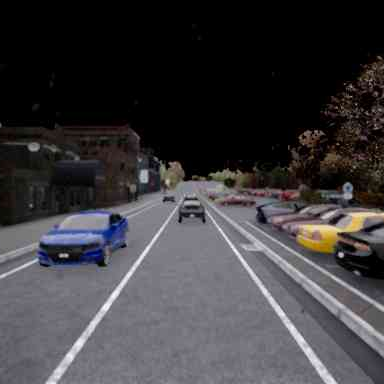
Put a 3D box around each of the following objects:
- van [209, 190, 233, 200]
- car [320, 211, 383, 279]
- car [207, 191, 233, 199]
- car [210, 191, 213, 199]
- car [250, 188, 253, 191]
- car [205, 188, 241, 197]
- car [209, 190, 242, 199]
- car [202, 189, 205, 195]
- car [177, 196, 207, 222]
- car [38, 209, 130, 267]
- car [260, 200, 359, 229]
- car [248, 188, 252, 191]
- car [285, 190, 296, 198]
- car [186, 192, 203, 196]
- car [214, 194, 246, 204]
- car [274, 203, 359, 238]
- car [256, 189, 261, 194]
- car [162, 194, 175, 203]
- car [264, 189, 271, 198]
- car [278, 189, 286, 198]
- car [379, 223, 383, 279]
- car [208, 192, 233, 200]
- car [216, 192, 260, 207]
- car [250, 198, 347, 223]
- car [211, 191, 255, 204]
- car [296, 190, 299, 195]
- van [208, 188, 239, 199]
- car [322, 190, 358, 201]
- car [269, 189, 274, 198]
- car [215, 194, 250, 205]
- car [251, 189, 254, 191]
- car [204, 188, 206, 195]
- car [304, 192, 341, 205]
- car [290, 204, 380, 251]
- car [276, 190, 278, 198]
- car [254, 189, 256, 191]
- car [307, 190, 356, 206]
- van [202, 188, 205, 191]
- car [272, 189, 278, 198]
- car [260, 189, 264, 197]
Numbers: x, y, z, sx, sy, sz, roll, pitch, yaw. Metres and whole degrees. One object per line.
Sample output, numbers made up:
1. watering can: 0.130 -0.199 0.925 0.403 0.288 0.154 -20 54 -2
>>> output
1. van: 5.642 0.541 64.808 4.442 1.987 1.878 0 1 0
2. car: 6.070 1.371 8.052 5.008 1.535 2.097 0 1 0
3. car: 5.928 0.682 70.378 5.366 1.575 1.946 0 1 0
4. car: 5.760 0.957 53.680 4.792 1.488 2.163 0 1 0
5. car: 18.772 0.425 89.919 4.674 1.452 2.002 0 1 0
6. car: 5.738 0.556 62.025 5.566 2.045 2.435 0 1 0
7. car: 5.775 0.889 56.463 4.892 1.521 2.231 0 1 0
8. car: 5.676 0.504 84.293 4.792 1.488 2.163 0 1 0
9. car: -0.008 1.291 24.231 1.837 1.490 4.892 0 0 0
10. car: -3.388 1.384 11.271 1.882 1.535 5.008 0 1 0
11. car: 6.076 1.305 16.529 4.674 1.452 2.002 0 1 0
12. car: 18.730 0.215 92.701 4.553 1.767 2.185 0 1 0
13. car: 18.830 0.761 56.501 4.553 1.767 2.185 0 1 0
14. car: -0.116 1.056 41.504 2.128 1.511 4.902 0 1 0
15. car: 5.799 1.008 50.897 4.674 1.452 2.002 0 1 0
16. car: 6.077 1.340 13.704 4.674 1.452 2.002 0 1 0
17. car: 18.772 0.308 78.775 5.566 2.045 2.435 0 1 0
18. car: -3.606 0.960 52.523 2.033 1.411 5.357 0 1 0
19. car: 18.847 0.517 73.208 4.553 1.767 2.185 0 1 0
20. car: 18.881 0.594 59.408 5.566 2.045 2.435 0 1 0
21. car: 6.080 1.406 5.227 5.008 1.535 2.097 0 1 0
22. car: 5.744 0.727 67.595 4.892 1.521 2.231 0 1 0
23. car: 5.834 1.127 42.690 4.674 1.452 2.002 1 1 0
24. car: 6.103 1.259 19.356 4.792 1.488 2.163 0 1 0
25. car: 5.626 1.046 45.330 5.366 1.575 1.946 0 1 0
26. car: 18.907 0.840 51.057 4.553 1.767 2.185 0 1 0
27. van: 5.657 0.620 59.366 4.442 1.987 1.878 0 1 0
28. car: 18.868 0.963 42.577 4.553 1.767 2.185 0 1 0
29. car: 18.801 0.755 67.642 4.792 1.488 2.163 0 1 0
30. car: 5.833 1.038 48.114 4.792 1.488 2.163 0 1 0
31. car: 18.772 0.430 87.134 5.008 1.535 2.097 0 1 0
32. car: 5.697 0.477 75.942 4.553 1.767 2.185 0 1 0
33. car: 18.915 0.880 48.272 4.553 1.767 2.185 0 1 0
34. car: 6.260 1.333 10.878 5.366 1.575 1.946 0 1 0
35. car: 19.031 0.802 62.197 5.366 1.575 1.946 0 1 0
36. car: 18.753 0.348 84.348 4.553 1.767 2.185 0 1 0
37. car: 18.920 0.797 45.360 5.566 2.045 2.435 0 1 0
38. van: 5.580 0.204 87.135 4.442 1.987 1.878 0 1 0
39. car: 18.844 0.766 64.856 5.008 1.535 2.097 0 1 0
40. car: 18.814 0.603 75.996 4.892 1.521 2.231 0 1 0
